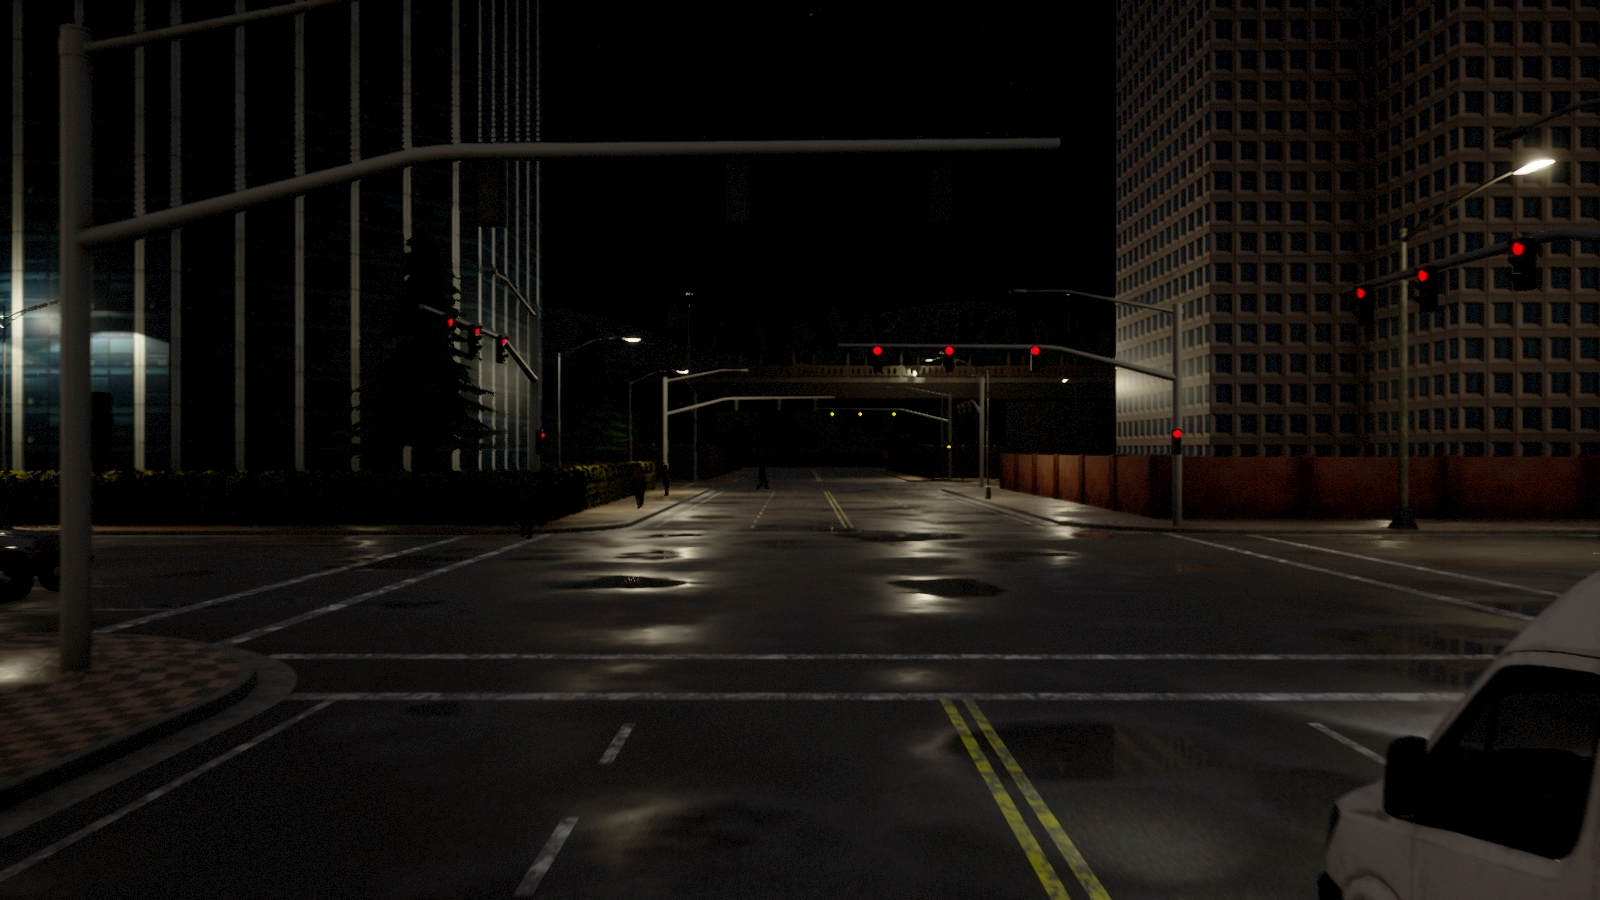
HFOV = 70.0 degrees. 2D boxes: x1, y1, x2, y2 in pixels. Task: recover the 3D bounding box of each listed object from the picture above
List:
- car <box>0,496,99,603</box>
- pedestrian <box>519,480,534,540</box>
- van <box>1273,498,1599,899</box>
[{"bbox_3d":[-15.869,1.857,21.764,3.866,1.878,1.905,0,0,0],"label":"car"},{"bbox_3d":[-8.447,1.848,35.330,0.375,1.860,0.375,0,0,2],"label":"pedestrian"},{"bbox_3d":[3.499,1.534,3.078,1.988,2.561,5.915,0,0,0],"label":"van"}]
